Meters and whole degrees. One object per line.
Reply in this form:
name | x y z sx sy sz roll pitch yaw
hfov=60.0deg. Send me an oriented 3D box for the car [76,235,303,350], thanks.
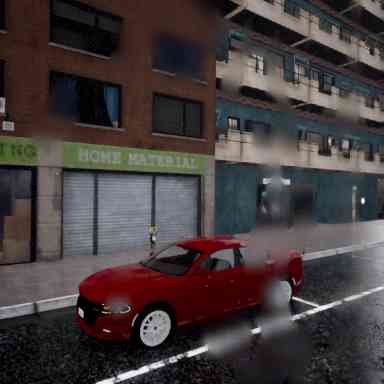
car | 0.190 1.545 6.224 4.507 1.381 1.887 0 1 -35
